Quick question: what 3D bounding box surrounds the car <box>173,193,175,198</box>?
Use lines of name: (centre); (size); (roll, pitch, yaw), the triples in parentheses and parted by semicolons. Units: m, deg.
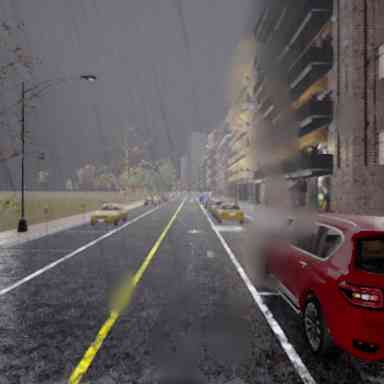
car: (-5.541, 0.812, 78.755); (1.967, 1.590, 4.097); (1, 0, 0)

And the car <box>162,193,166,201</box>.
car: (-5.456, 1.145, 50.487); (2.008, 1.369, 4.403); (1, 0, 0)

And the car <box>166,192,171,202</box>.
car: (-5.489, 0.944, 61.793); (1.967, 1.590, 4.097); (1, 0, 0)

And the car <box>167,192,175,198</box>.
car: (-5.576, 0.828, 90.063); (1.887, 1.381, 4.507); (1, 0, 0)

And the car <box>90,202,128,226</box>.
car: (-5.370, 1.348, 22.048); (1.752, 1.417, 4.829); (1, 0, 0)

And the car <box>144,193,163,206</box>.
car: (-5.439, 1.190, 44.833); (2.008, 1.369, 4.403); (1, 0, 0)

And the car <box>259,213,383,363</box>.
car: (2.562, 1.265, 5.824); (2.192, 1.841, 5.009); (1, 0, 0)

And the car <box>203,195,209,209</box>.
car: (2.474, 1.271, 34.130); (2.008, 1.369, 4.403); (1, 0, 0)

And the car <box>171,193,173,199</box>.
car: (-5.508, 1.026, 67.448); (1.947, 1.339, 4.313); (1, 0, 0)

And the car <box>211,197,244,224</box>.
car: (2.508, 1.336, 22.979); (1.752, 1.417, 4.829); (1, 0, 0)

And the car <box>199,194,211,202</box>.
car: (2.387, 1.061, 62.434); (1.947, 1.339, 4.313); (1, 0, 0)

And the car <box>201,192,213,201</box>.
car: (2.458, 1.115, 39.790); (1.967, 1.590, 4.097); (1, 0, 0)

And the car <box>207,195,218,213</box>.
car: (2.491, 1.290, 28.640); (1.752, 1.417, 4.829); (1, 0, 0)
